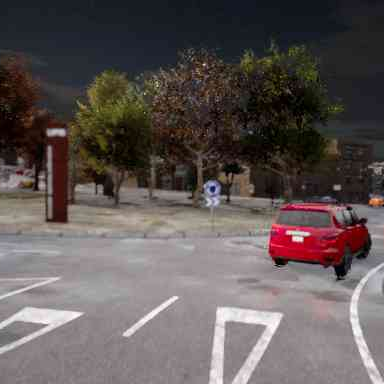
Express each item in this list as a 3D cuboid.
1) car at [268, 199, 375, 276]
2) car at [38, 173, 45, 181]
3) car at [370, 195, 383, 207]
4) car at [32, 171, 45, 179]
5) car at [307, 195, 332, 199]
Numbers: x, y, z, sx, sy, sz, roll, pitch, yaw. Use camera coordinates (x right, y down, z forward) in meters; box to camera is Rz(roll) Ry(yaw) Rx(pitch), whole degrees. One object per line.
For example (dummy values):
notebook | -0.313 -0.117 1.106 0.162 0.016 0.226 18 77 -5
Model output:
car | 4.577 1.421 11.501 2.150 2.045 5.566 1 0 37
car | -35.148 -3.338 83.150 2.002 1.452 4.674 7 5 27
car | 26.873 1.250 46.858 4.553 1.767 2.097 2 2 -40
car | -37.288 -3.716 85.199 1.946 1.575 5.366 7 5 27
car | 18.445 1.204 48.173 2.033 1.411 5.357 0 1 -23
